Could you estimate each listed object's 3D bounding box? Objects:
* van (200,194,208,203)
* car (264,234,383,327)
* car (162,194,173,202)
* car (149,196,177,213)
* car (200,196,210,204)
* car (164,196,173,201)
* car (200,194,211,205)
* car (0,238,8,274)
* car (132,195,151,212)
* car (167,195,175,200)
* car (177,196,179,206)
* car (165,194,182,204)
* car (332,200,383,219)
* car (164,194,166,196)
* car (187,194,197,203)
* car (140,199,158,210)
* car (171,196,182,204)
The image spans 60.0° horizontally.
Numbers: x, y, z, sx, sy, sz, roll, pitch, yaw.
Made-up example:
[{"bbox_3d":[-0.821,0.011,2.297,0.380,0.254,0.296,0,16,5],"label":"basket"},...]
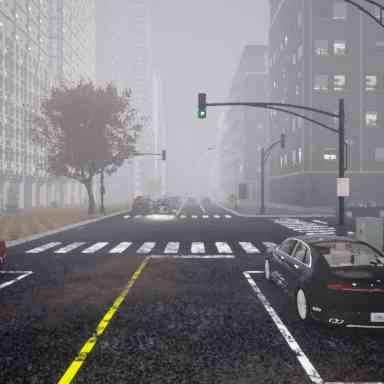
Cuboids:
[{"bbox_3d":[2.596,1.402,72.449,1.690,1.788,3.998,0,0,0],"label":"van"},{"bbox_3d":[2.680,1.551,6.923,2.008,1.369,4.403,0,0,0],"label":"car"},{"bbox_3d":[-5.792,1.385,77.961,2.192,1.841,5.009,0,0,0],"label":"car"},{"bbox_3d":[-3.146,1.510,37.116,2.128,1.511,4.902,0,0,0],"label":"car"},{"bbox_3d":[2.604,1.577,67.095,1.752,1.417,4.829,0,0,0],"label":"car"},{"bbox_3d":[-5.798,1.631,83.484,2.008,1.369,4.403,0,0,0],"label":"car"},{"bbox_3d":[2.611,1.610,61.402,1.947,1.339,4.313,0,0,0],"label":"car"},{"bbox_3d":[-5.701,1.545,6.913,1.887,1.381,4.507,0,0,0],"label":"car"},{"bbox_3d":[-5.742,1.336,39.301,2.192,1.841,5.009,0,0,0],"label":"car"},{"bbox_3d":[-5.812,1.654,94.529,2.008,1.369,4.403,0,0,0],"label":"car"},{"bbox_3d":[-3.157,1.629,46.352,1.895,1.301,4.718,0,0,0],"label":"car"},{"bbox_3d":[-3.156,1.516,56.438,1.882,1.535,5.008,0,0,0],"label":"car"},{"bbox_3d":[13.392,1.350,26.343,4.403,1.369,2.008,-1,1,-1],"label":"car"},{"bbox_3d":[-5.784,1.626,72.439,1.947,1.339,4.313,0,0,0],"label":"car"},{"bbox_3d":[-0.088,1.602,68.630,2.033,1.411,5.357,0,0,0],"label":"car"},{"bbox_3d":[-5.749,1.592,44.824,1.947,1.339,4.313,0,0,0],"label":"car"},{"bbox_3d":[-3.111,1.530,66.925,1.882,1.535,5.008,0,0,0],"label":"car"}]
